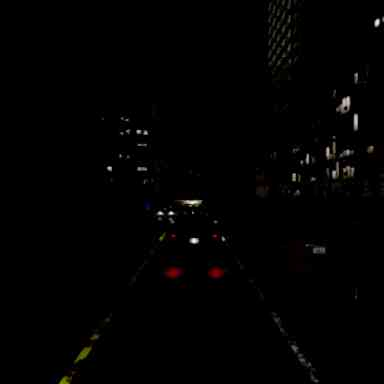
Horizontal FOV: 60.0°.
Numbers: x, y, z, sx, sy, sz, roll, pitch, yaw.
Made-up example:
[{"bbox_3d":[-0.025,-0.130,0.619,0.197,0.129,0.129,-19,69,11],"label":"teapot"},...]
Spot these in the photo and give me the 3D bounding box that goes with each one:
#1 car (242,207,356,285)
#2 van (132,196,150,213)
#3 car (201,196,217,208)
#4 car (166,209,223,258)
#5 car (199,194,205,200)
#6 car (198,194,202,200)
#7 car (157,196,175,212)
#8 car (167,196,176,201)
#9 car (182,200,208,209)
[{"bbox_3d":[2.687,1.323,9.417,2.192,1.841,5.009,0,0,0],"label":"car"},{"bbox_3d":[-5.692,1.389,37.575,1.690,1.788,3.998,0,0,0],"label":"van"},{"bbox_3d":[2.689,1.636,48.840,1.947,1.339,4.313,0,0,0],"label":"car"},{"bbox_3d":[0.079,1.573,12.846,1.994,1.385,4.181,0,0,0],"label":"car"},{"bbox_3d":[2.690,1.621,60.276,1.752,1.417,4.829,0,0,0],"label":"car"},{"bbox_3d":[2.690,1.500,92.519,2.192,1.841,5.009,0,0,0],"label":"car"},{"bbox_3d":[-3.095,1.601,40.720,2.033,1.411,5.357,0,0,0],"label":"car"},{"bbox_3d":[-5.688,1.736,92.518,2.008,1.369,4.403,0,0,0],"label":"car"},{"bbox_3d":[0.083,1.633,27.918,1.895,1.301,4.718,0,0,0],"label":"car"}]
